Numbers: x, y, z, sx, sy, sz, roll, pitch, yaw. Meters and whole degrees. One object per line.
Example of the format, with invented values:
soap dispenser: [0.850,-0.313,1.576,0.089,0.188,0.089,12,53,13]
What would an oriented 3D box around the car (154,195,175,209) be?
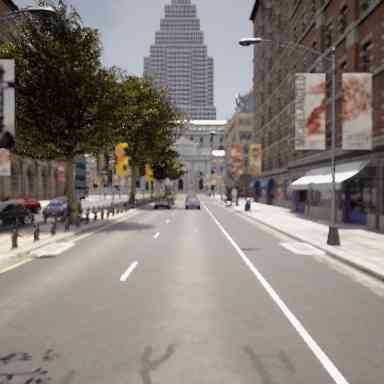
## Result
car: [-3.498,1.312,40.044,2.033,1.411,5.357,0,0,0]

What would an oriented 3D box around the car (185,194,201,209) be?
car: [0.105,1.311,40.139,2.033,1.411,5.357,0,0,0]

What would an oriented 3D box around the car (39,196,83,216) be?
car: [-11.499,1.176,29.927,2.097,1.767,4.553,0,0,0]

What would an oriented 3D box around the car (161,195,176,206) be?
car: [-3.498,1.214,49.581,1.837,1.490,4.892,0,1,0]

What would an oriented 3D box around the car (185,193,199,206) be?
car: [0.002,1.060,49.632,2.097,1.767,4.553,0,0,0]

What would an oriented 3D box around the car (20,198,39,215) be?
car: [-14.999,1.307,29.123,1.882,1.535,5.008,0,0,0]

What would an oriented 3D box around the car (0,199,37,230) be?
car: [-11.499,1.388,19.938,1.837,1.490,4.892,0,0,0]
